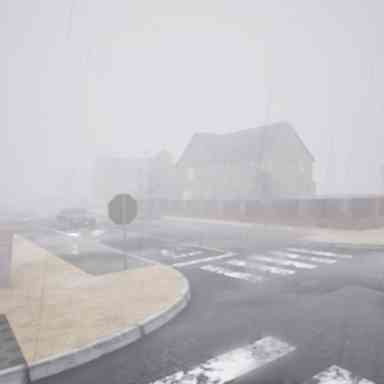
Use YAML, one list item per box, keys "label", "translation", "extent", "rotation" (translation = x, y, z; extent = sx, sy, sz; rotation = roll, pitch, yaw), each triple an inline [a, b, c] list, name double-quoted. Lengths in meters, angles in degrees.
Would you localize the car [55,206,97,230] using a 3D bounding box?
- label: "car"
  translation: [-8.275, 1.804, 23.537]
  extent: [1.837, 1.490, 4.892]
  rotation: [-2, 1, -36]
